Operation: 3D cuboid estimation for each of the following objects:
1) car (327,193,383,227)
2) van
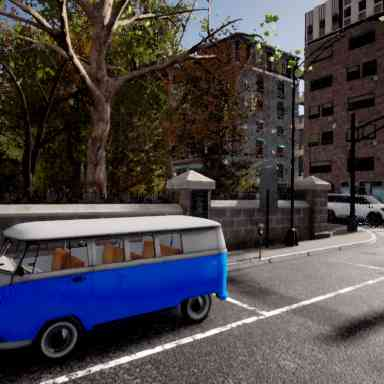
[{"bbox_3d":[11.494,1.150,22.978,2.150,2.045,5.566,1,0,-32],"label":"car"},{"bbox_3d":[-1.246,1.342,5.613,3.998,1.788,1.690,0,1,-36],"label":"van"}]
